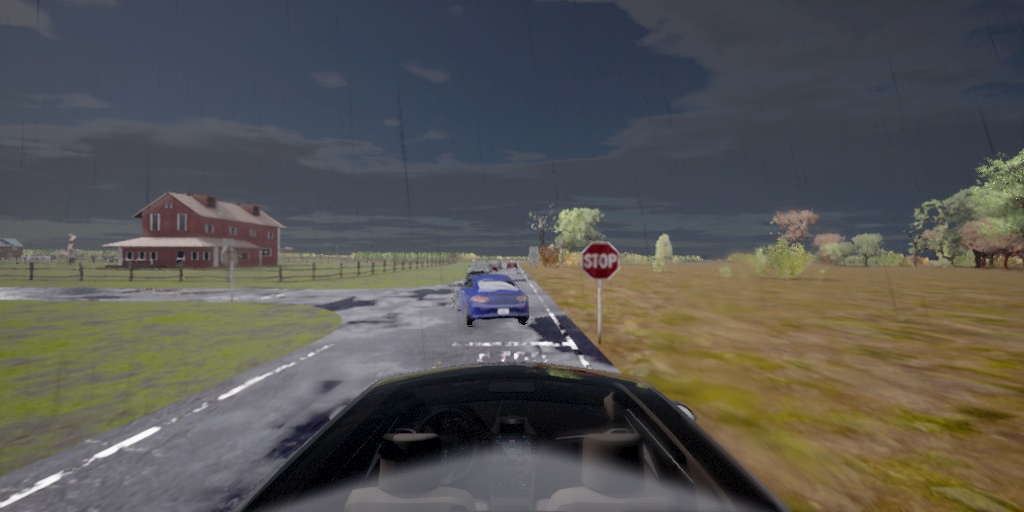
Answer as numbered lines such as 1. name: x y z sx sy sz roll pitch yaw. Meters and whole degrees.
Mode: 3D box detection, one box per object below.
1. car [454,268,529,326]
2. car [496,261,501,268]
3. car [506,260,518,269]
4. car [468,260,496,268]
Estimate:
1. car: -0.778 1.310 11.787 1.812 1.442 4.674 0 0 -14
2. car: -2.820 1.519 49.046 1.895 1.301 4.718 0 0 0
3. car: 0.025 1.452 63.936 1.882 1.535 5.008 0 0 0
4. car: -2.875 1.212 32.884 2.097 1.767 4.553 0 0 1
